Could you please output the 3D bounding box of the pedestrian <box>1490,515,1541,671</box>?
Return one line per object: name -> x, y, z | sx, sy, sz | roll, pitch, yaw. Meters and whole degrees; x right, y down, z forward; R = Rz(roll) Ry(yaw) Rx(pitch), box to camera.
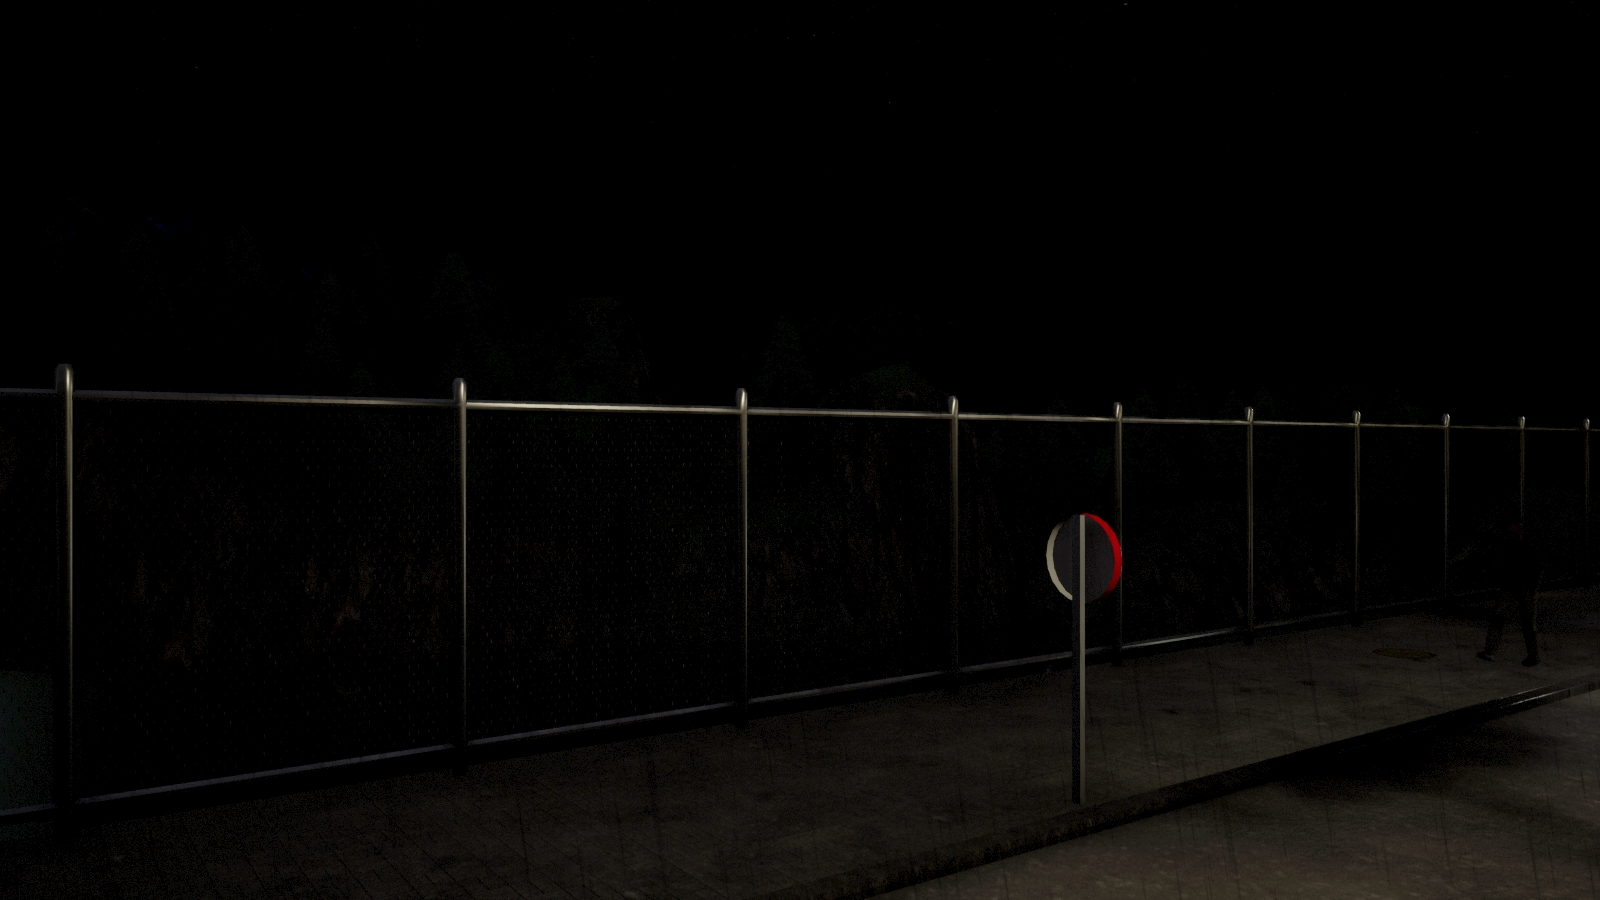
pedestrian -> 8.777, 1.739, 14.024 | 0.375, 1.860, 0.375 | 0, 0, -18
